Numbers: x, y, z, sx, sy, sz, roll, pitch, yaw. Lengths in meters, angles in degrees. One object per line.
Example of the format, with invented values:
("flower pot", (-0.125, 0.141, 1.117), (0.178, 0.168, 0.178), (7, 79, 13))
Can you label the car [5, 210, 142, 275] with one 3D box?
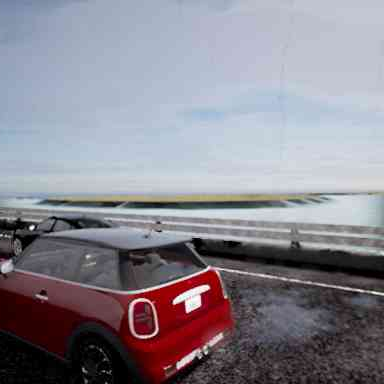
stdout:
("car", (-4.179, 1.503, 11.301), (5.008, 1.535, 1.882), (0, 0, 36))

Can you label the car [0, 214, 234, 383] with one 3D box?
("car", (-1.713, 1.363, 5.225), (4.553, 1.767, 2.097), (0, 0, 36))
